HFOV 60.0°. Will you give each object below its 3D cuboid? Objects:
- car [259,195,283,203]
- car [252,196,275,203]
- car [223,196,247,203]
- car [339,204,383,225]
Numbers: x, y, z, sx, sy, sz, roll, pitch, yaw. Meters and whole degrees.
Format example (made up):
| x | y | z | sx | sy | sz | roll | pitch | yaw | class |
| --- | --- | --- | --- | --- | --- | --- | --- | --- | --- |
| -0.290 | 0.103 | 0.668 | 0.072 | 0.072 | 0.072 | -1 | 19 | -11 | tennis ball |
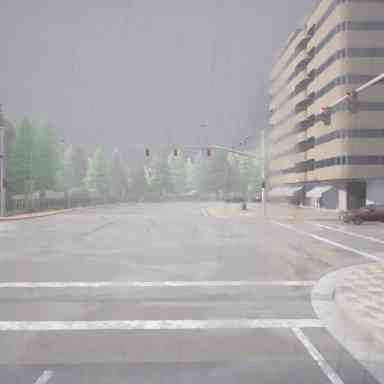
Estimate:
| x | y | z | sx | sy | sz | roll | pitch | yaw | class |
| --- | --- | --- | --- | --- | --- | --- | --- | --- | --- |
| 17.555 | 1.525 | 73.762 | 4.902 | 1.511 | 2.128 | 0 | 0 | -23 | car |
| 14.204 | 1.526 | 67.860 | 4.674 | 1.442 | 1.812 | 0 | 0 | -34 | car |
| 8.891 | 1.547 | 68.158 | 5.357 | 1.411 | 2.033 | 0 | 0 | -38 | car |
| 13.167 | 1.581 | 24.113 | 4.674 | 1.442 | 1.812 | 0 | 0 | -1 | car |
